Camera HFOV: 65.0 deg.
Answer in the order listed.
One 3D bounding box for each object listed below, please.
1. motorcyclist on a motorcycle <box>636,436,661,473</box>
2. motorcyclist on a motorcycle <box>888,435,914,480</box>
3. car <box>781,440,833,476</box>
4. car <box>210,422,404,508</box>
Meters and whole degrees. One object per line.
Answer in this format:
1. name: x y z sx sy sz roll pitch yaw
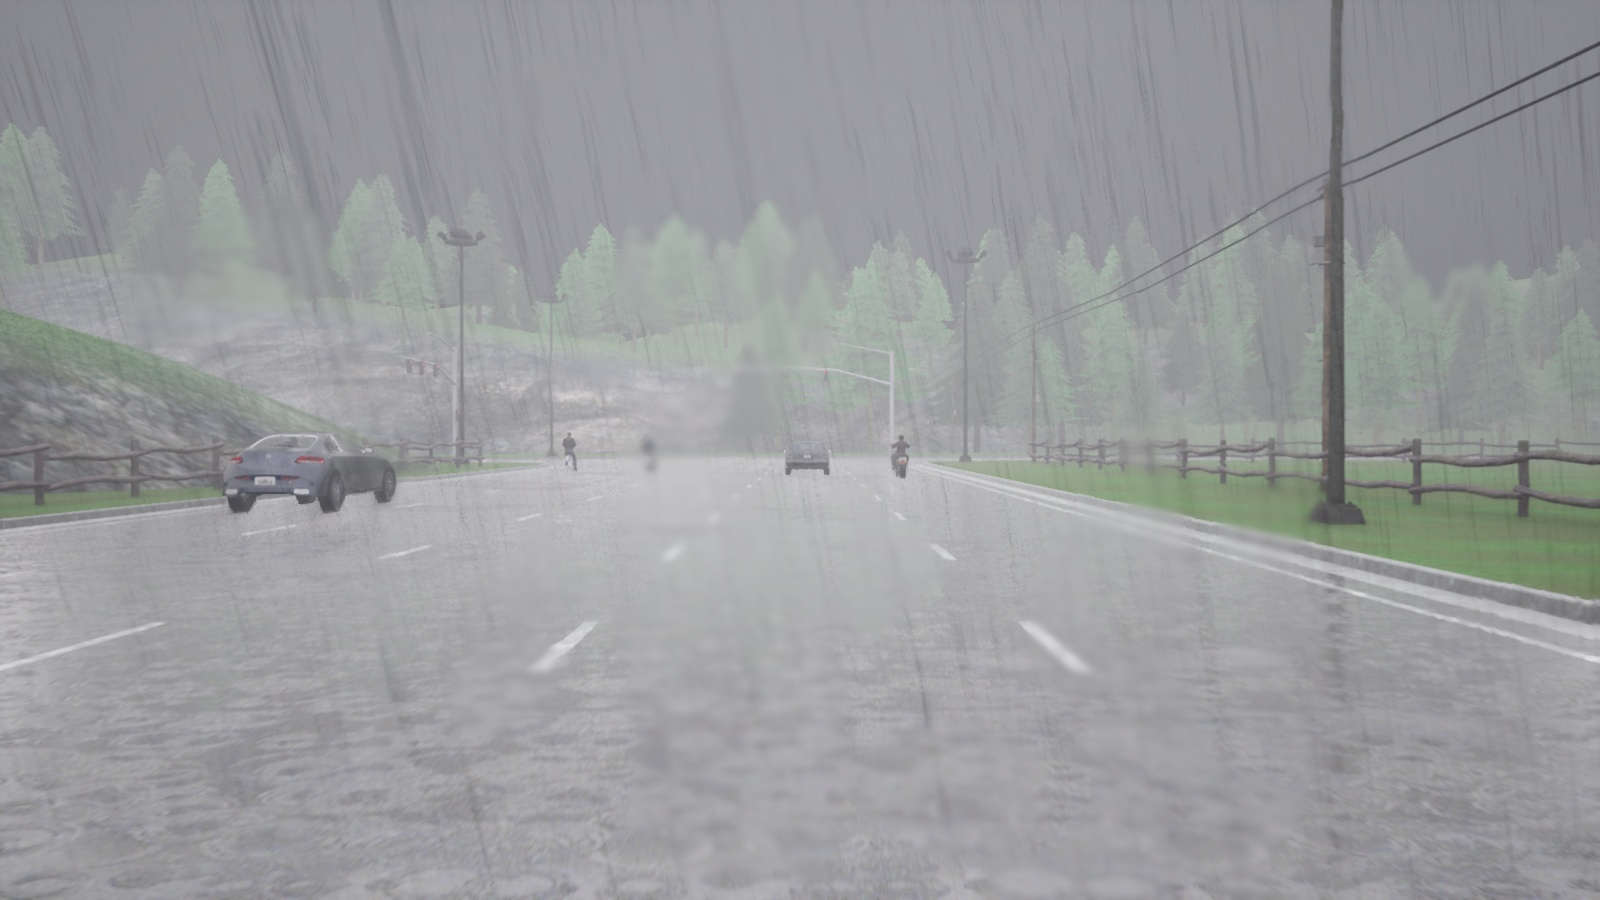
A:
1. motorcyclist on a motorcycle: -6.677 0.174 55.407 0.866 1.590 1.817 0 1 0
2. motorcyclist on a motorcycle: 3.777 0.257 47.122 0.766 1.649 2.350 0 0 0
3. car: 0.304 0.306 51.973 2.033 1.411 5.357 0 1 0
4. car: -10.336 0.264 26.820 2.152 1.651 5.027 0 1 0
